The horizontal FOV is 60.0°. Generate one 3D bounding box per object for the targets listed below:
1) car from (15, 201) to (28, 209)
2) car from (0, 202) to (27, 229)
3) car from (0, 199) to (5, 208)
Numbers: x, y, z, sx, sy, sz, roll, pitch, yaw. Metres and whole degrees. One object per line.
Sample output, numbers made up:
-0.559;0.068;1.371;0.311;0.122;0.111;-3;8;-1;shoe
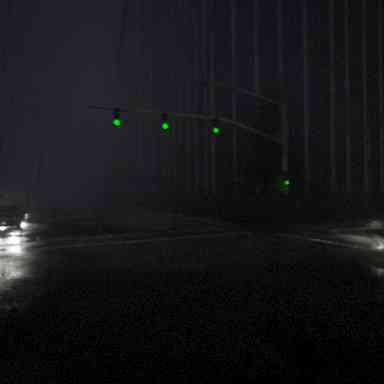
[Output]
-16.781;1.859;31.394;1.895;1.301;4.718;-1;0;-25;car
-12.774;1.685;22.946;2.128;1.511;4.902;-1;0;-26;car
-29.471;1.759;50.111;1.895;1.301;4.718;-1;0;-25;car
